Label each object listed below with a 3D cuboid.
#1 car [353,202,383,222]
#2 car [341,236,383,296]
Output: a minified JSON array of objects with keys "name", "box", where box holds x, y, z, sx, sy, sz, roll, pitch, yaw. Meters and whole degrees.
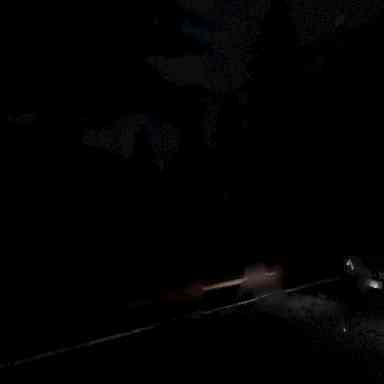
[{"name":"car","box":[14.539,1.520,24.590,1.837,1.490,4.892,0,0,-36]},{"name":"car","box":[5.465,1.526,7.788,4.674,1.442,1.812,0,0,-34]}]
